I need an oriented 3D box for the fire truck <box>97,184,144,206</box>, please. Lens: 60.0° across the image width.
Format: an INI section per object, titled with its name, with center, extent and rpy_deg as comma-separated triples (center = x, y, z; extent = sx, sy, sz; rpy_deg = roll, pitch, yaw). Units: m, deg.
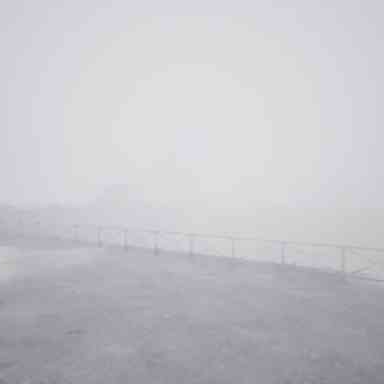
[fire truck]
center = -11.943, 0.643, 56.311
extent = 2.891, 3.827, 8.468
rpy_deg = -1, 0, 35
